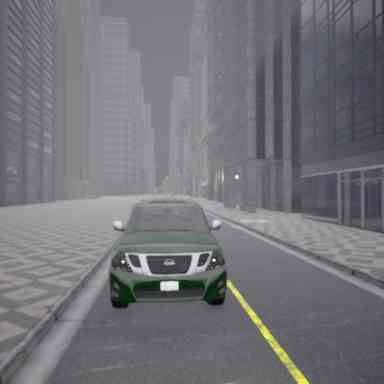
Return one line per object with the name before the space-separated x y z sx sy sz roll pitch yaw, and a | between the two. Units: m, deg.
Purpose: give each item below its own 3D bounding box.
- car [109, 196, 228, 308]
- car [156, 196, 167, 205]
car | -0.611 1.209 8.296 2.150 2.045 5.566 0 0 -5
car | -5.313 1.443 58.015 1.812 1.442 4.674 0 0 -5
